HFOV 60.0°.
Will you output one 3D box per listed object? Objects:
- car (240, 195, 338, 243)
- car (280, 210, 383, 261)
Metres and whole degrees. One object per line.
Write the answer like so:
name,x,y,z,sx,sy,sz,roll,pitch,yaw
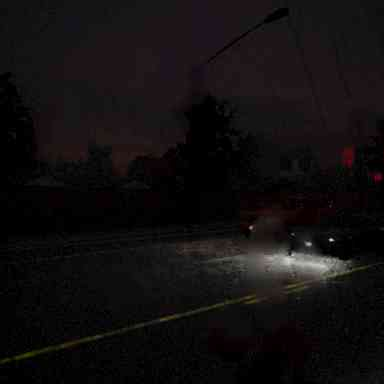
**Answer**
car,4.845,1.190,16.043,5.566,2.045,2.150,0,0,-35
car,5.496,1.538,12.209,4.181,1.385,1.994,0,0,-35
